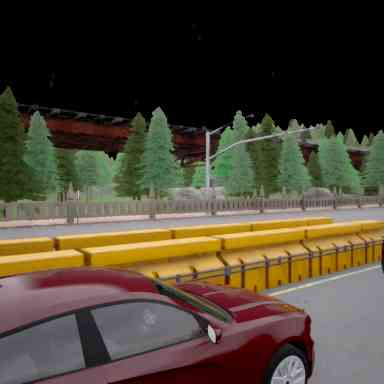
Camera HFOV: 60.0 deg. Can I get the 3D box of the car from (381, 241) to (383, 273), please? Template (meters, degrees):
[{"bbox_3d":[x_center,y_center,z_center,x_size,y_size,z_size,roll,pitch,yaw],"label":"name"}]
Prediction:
[{"bbox_3d":[6.917,1.478,8.714,5.008,1.535,1.882,0,0,-35],"label":"car"}]

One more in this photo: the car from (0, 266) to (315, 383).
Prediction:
[{"bbox_3d":[-0.901,1.478,3.103,5.008,1.535,1.882,0,0,-35],"label":"car"}]
